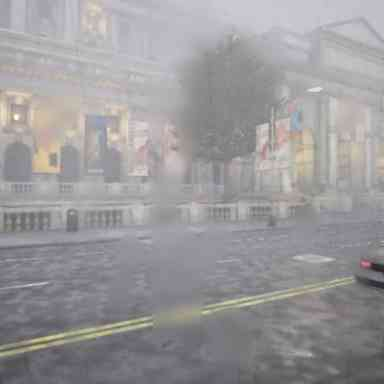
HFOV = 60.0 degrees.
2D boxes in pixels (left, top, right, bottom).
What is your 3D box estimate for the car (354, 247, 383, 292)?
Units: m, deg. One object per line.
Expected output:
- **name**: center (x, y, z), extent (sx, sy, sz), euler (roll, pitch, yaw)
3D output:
- **car**: center (6.080, 1.571, 7.649), extent (5.357, 1.411, 2.033), euler (0, 0, -29)
